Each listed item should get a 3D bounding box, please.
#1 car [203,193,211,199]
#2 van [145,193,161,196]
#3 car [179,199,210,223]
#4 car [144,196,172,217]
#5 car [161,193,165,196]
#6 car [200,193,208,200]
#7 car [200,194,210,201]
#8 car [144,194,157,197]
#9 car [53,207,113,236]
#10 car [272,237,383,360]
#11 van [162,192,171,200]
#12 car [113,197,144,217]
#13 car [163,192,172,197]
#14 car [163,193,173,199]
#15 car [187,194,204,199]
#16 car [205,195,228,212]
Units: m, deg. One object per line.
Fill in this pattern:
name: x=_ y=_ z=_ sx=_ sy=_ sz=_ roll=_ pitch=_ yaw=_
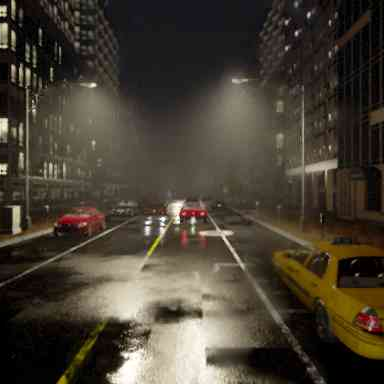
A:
car: x=2.676 y=1.041 z=57.167 sx=1.967 sy=1.590 sz=4.097 roll=0 pitch=0 yaw=0
van: x=-5.701 y=1.025 z=45.795 sx=1.690 sy=1.788 sz=3.998 roll=0 pitch=0 yaw=0
car: x=0.091 y=1.438 z=23.983 sx=1.895 sy=1.301 sz=4.718 roll=0 pitch=0 yaw=0
car: x=-3.087 y=1.365 z=29.186 sx=1.994 sy=1.385 sz=4.181 roll=0 pitch=0 yaw=0
car: x=-5.704 y=1.224 z=51.489 sx=1.802 sy=1.307 sz=4.206 roll=0 pitch=0 yaw=0
car: x=2.670 y=0.997 z=74.414 sx=1.752 sy=1.417 sz=4.829 roll=0 pitch=0 yaw=0
car: x=2.671 y=1.098 z=68.553 sx=1.802 sy=1.307 sz=4.206 roll=0 pitch=0 yaw=0
car: x=-5.700 y=1.269 z=40.104 sx=1.887 sy=1.381 sz=4.507 roll=0 pitch=0 yaw=0
car: x=-5.693 y=1.465 z=17.334 sx=1.802 sy=1.307 sz=4.206 roll=0 pitch=0 yaw=0
car: x=2.691 y=1.484 z=6.111 sx=1.752 sy=1.417 sz=4.829 roll=0 pitch=0 yaw=0
van: x=-5.710 y=0.815 z=74.255 sx=1.690 sy=1.788 sz=3.998 roll=0 pitch=0 yaw=0
car: x=-5.697 y=1.355 z=28.720 sx=2.008 sy=1.369 sz=4.403 roll=0 pitch=0 yaw=0
car: x=-5.709 y=0.957 z=68.563 sx=1.967 sy=1.590 sz=4.097 roll=0 pitch=0 yaw=0
car: x=-5.713 y=0.997 z=79.949 sx=1.947 sy=1.339 sz=4.313 roll=0 pitch=0 yaw=0
car: x=0.086 y=1.281 z=41.071 sx=1.994 sy=1.385 sz=4.181 roll=0 pitch=0 yaw=0
car: x=2.682 y=1.330 z=34.402 sx=1.947 sy=1.339 sz=4.313 roll=0 pitch=0 yaw=0
